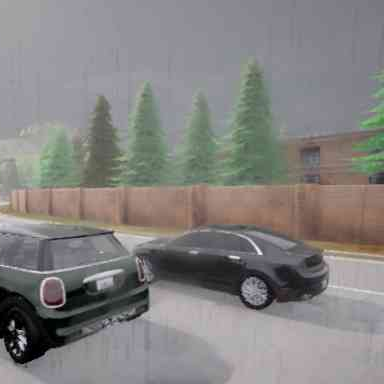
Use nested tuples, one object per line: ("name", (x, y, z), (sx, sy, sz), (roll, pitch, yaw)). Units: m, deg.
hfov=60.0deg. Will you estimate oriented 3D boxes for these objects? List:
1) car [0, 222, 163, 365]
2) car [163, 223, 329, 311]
("car", (-2.988, 1.360, 6.101), (4.553, 1.767, 2.097), (0, 0, 36))
("car", (0.584, 1.512, 7.841), (4.892, 1.490, 1.837), (0, 0, 36))
